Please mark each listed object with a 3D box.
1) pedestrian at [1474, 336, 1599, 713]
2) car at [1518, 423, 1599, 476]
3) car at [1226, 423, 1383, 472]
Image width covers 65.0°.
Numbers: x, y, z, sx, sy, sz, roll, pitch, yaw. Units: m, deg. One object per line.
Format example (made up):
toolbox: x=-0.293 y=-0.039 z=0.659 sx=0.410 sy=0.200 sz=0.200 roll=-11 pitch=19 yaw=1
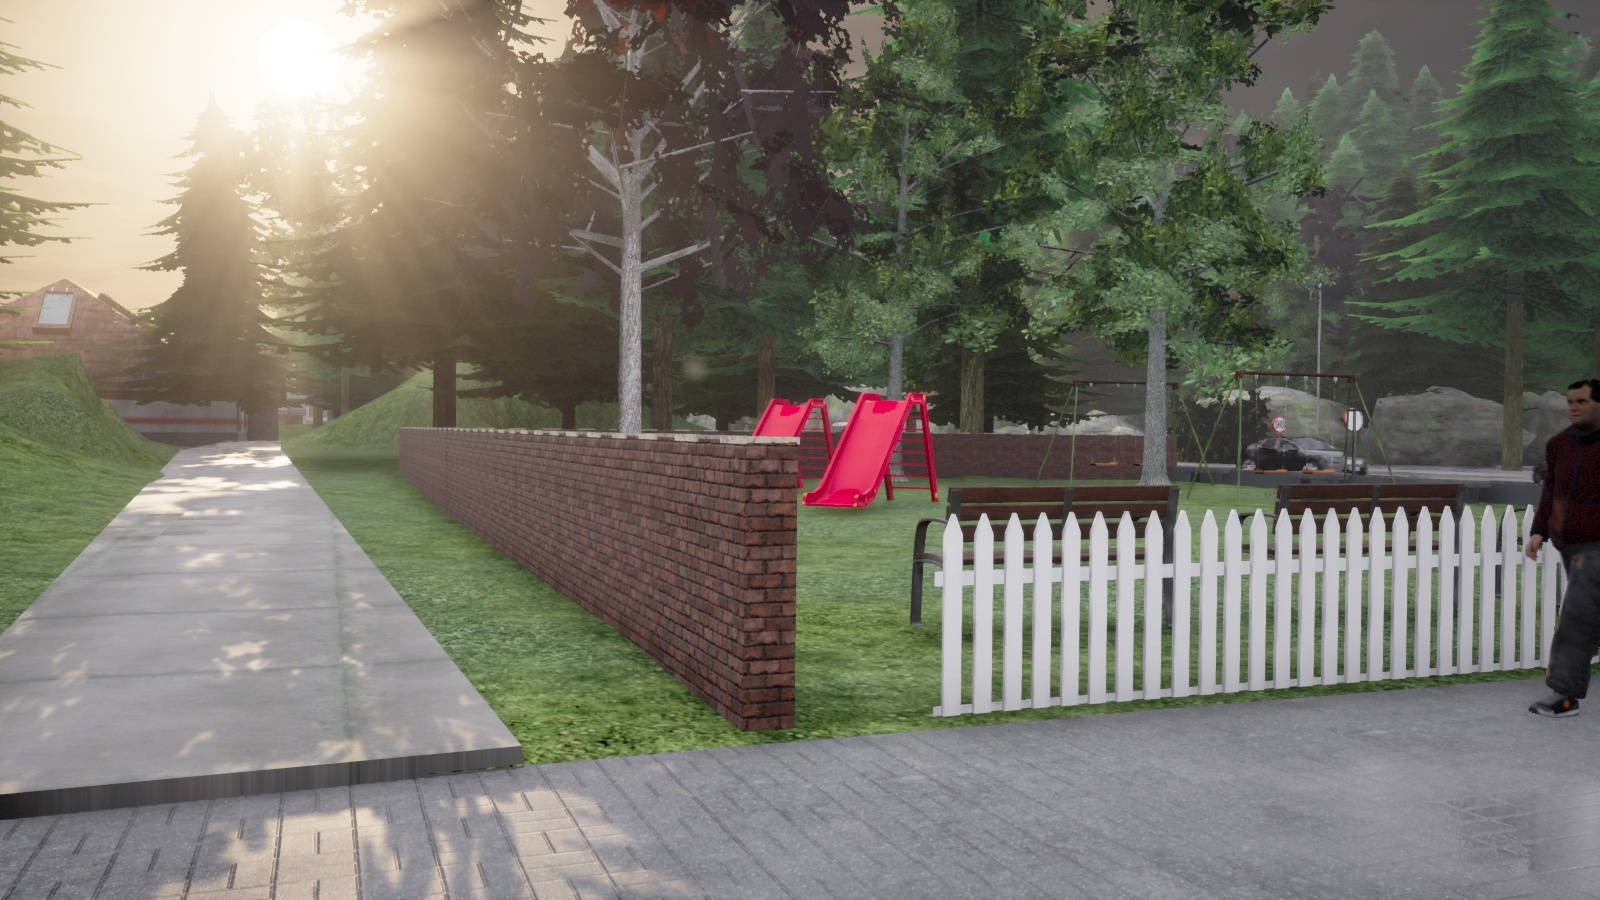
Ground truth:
pedestrian: x=4.121 y=0.357 z=6.517 sx=0.899 sy=1.844 sz=0.634 roll=-1 pitch=1 yaw=-9
car: x=23.452 y=-0.040 z=35.916 sx=2.163 sy=1.488 sz=4.792 roll=-1 pitch=1 yaw=-21
car: x=16.801 y=-0.113 z=42.137 sx=2.128 sy=1.511 sz=4.902 roll=-1 pitch=1 yaw=-21
